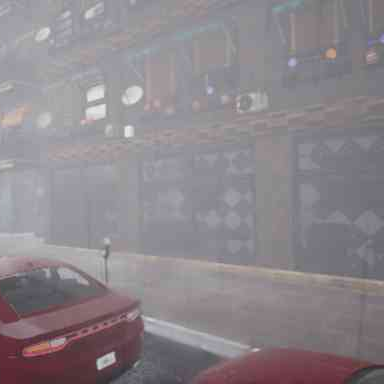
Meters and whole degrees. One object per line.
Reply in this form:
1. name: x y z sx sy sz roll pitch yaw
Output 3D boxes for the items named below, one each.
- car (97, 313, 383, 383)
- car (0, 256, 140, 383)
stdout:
1. car: 1.822 1.539 1.444 4.507 1.381 1.887 -1 -2 36
2. car: -2.678 1.580 4.657 4.507 1.381 1.887 -1 -2 36
